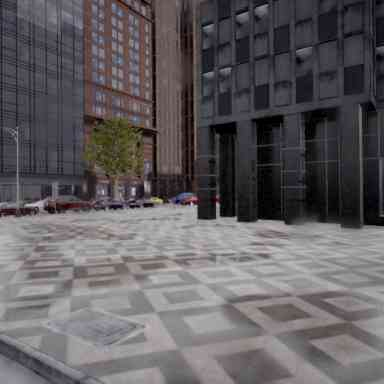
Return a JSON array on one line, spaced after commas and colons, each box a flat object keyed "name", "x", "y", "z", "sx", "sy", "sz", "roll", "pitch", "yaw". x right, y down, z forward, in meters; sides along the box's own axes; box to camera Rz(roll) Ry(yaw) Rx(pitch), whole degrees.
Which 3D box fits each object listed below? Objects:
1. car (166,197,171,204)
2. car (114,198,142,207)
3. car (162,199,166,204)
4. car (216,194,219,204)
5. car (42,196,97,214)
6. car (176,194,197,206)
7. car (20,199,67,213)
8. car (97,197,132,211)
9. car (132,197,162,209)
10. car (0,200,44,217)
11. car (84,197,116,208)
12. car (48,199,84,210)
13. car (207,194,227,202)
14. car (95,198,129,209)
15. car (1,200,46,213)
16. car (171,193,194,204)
[{"name": "car", "x": -3.797, "y": 1.575, "z": 62.504, "sx": 1.947, "sy": 1.339, "sz": 4.313, "roll": -1, "pitch": 0, "yaw": 35}, {"name": "car", "x": -10.206, "y": 1.614, "z": 53.223, "sx": 1.802, "sy": 1.307, "sz": 4.206, "roll": -1, "pitch": 0, "yaw": 35}, {"name": "car", "x": -7.099, "y": 1.546, "z": 57.723, "sx": 1.752, "sy": 1.417, "sz": 4.829, "roll": -1, "pitch": 0, "yaw": 35}, {"name": "car", "x": 3.211, "y": 1.223, "z": 57.655, "sx": 2.192, "sy": 1.841, "sz": 5.009, "roll": -1, "pitch": 0, "yaw": 35}, {"name": "car", "x": -12.811, "y": 1.291, "z": 34.457, "sx": 2.192, "sy": 1.841, "sz": 5.009, "roll": -1, "pitch": 0, "yaw": 35}, {"name": "car", "x": 0.008, "y": 1.463, "z": 53.014, "sx": 1.887, "sy": 1.381, "sz": 4.507, "roll": -1, "pitch": 0, "yaw": 35}, {"name": "car", "x": -17.051, "y": 1.568, "z": 38.465, "sx": 1.812, "sy": 1.442, "sz": 4.674, "roll": -1, "pitch": 0, "yaw": 34}, {"name": "car", "x": -9.604, "y": 1.525, "z": 39.095, "sx": 1.947, "sy": 1.339, "sz": 4.313, "roll": -1, "pitch": 0, "yaw": 35}, {"name": "car", "x": -6.400, "y": 1.510, "z": 43.734, "sx": 1.947, "sy": 1.339, "sz": 4.313, "roll": -1, "pitch": 0, "yaw": 35}, {"name": "car", "x": -16.013, "y": 1.577, "z": 29.816, "sx": 1.802, "sy": 1.307, "sz": 4.206, "roll": -1, "pitch": 0, "yaw": 35}, {"name": "car", "x": -13.413, "y": 1.485, "z": 48.583, "sx": 1.967, "sy": 1.590, "sz": 4.097, "roll": -1, "pitch": 0, "yaw": 35}, {"name": "car", "x": -16.616, "y": 1.643, "z": 43.943, "sx": 1.802, "sy": 1.307, "sz": 4.206, "roll": -1, "pitch": 0, "yaw": 35}, {"name": "car", "x": 5.816, "y": 1.297, "z": 76.426, "sx": 2.192, "sy": 1.841, "sz": 5.009, "roll": -1, "pitch": 0, "yaw": 35}, {"name": "car", "x": -11.196, "y": 1.538, "z": 46.932, "sx": 1.812, "sy": 1.442, "sz": 4.674, "roll": -1, "pitch": 0, "yaw": 35}, {"name": "car", "x": -19.821, "y": 1.643, "z": 39.303, "sx": 1.947, "sy": 1.339, "sz": 4.313, "roll": -1, "pitch": 0, "yaw": 35}, {"name": "car", "x": -0.538, "y": 1.167, "z": 56.748, "sx": 2.150, "sy": 2.045, "sz": 5.566, "roll": -1, "pitch": 0, "yaw": 35}]
